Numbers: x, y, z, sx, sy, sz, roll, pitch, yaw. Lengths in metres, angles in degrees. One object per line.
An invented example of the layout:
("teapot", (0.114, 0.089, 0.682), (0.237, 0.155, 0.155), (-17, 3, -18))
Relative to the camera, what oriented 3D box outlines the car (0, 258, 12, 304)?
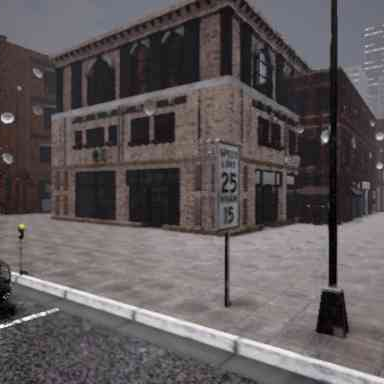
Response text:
("car", (-5.278, 1.507, 6.637), (4.403, 1.369, 2.008), (0, 0, 35))
